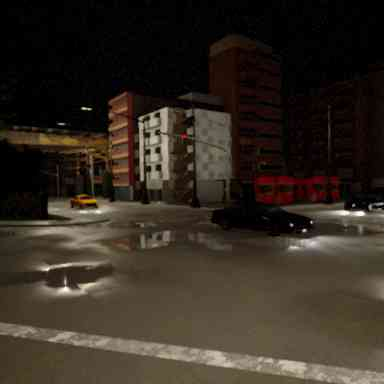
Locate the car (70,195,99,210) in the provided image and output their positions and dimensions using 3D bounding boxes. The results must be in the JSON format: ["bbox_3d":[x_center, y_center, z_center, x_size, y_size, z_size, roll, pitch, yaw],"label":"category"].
[{"bbox_3d":[-11.802,1.085,36.340,1.882,1.535,5.008,-2,1,-36],"label":"car"}]

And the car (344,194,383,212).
[{"bbox_3d":[14.618,0.859,27.987,4.181,1.385,1.994,-1,1,-37],"label":"car"}]

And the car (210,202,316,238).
[{"bbox_3d":[3.105,1.212,15.966,2.033,1.411,5.357,-2,1,-36],"label":"car"}]
